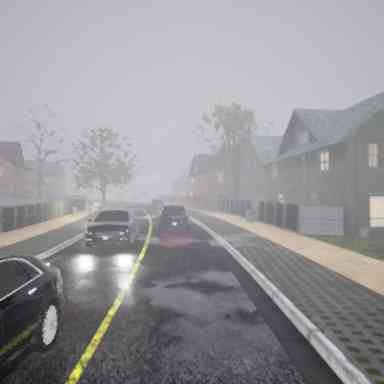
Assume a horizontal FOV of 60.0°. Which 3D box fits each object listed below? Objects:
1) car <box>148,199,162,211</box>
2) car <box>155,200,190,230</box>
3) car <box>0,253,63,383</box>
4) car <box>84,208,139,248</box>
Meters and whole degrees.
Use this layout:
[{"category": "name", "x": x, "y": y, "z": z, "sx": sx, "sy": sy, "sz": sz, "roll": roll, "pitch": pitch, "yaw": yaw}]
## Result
[{"category": "car", "x": -4.239, "y": 1.522, "z": 39.885, "sx": 1.812, "sy": 1.442, "sz": 4.674, "roll": 0, "pitch": 0, "yaw": -12}, {"category": "car", "x": -1.216, "y": 1.511, "z": 21.000, "sx": 1.837, "sy": 1.490, "sz": 4.892, "roll": 0, "pitch": 1, "yaw": -6}, {"category": "car", "x": -2.910, "y": 1.512, "z": 3.377, "sx": 1.837, "sy": 1.490, "sz": 4.892, "roll": 0, "pitch": 0, "yaw": -1}, {"category": "car", "x": -3.454, "y": 1.512, "z": 15.014, "sx": 1.837, "sy": 1.490, "sz": 4.892, "roll": 0, "pitch": 0, "yaw": -4}]
